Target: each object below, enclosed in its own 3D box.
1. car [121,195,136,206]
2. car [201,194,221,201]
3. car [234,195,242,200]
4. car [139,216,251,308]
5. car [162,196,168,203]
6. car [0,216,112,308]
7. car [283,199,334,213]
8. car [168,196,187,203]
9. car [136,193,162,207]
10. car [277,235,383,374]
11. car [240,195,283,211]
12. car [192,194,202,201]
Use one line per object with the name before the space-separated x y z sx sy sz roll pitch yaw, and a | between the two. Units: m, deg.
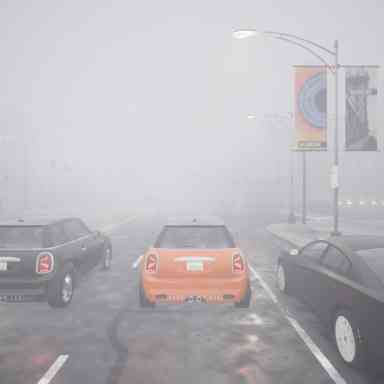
car | -10.079 1.352 54.213 2.097 1.767 4.553 0 0 5
car | 5.065 1.524 80.396 1.812 1.442 4.674 0 0 43
car | 13.941 1.496 91.695 4.892 1.490 1.837 0 0 -32
car | 0.066 1.352 8.089 2.097 1.767 4.553 0 0 0
car | -6.474 1.540 69.256 2.033 1.411 5.357 0 0 23
car | -3.435 1.352 8.093 2.097 1.767 4.553 0 0 0
car | 12.984 1.506 36.530 4.892 1.490 1.837 0 0 2
car | -2.600 1.562 69.330 1.994 1.385 4.181 0 0 26
car | -6.746 1.221 52.560 2.150 2.045 5.566 0 0 5
car | 2.902 1.480 5.739 2.097 1.535 5.008 0 0 0
car | 8.817 1.493 40.986 4.902 1.511 2.128 0 0 17
car | 2.165 1.355 82.424 2.097 1.767 4.553 0 0 43
